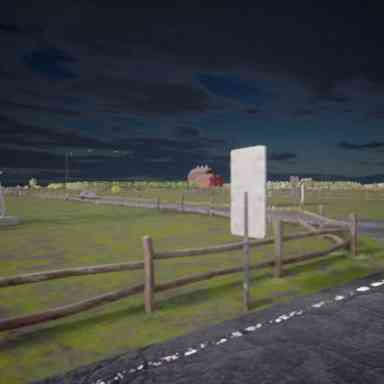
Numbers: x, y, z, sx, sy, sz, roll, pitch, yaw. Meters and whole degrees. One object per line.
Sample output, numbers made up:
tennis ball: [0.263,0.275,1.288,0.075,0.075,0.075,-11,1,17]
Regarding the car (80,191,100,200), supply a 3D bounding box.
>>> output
car: [-16.004,0.570,51.960,2.128,1.511,4.902,0,1,-36]
